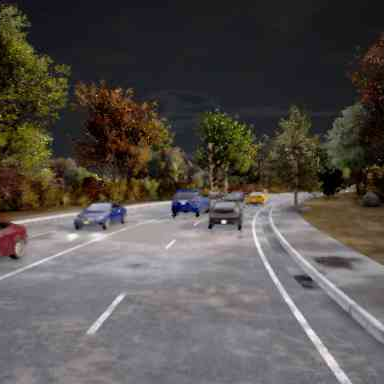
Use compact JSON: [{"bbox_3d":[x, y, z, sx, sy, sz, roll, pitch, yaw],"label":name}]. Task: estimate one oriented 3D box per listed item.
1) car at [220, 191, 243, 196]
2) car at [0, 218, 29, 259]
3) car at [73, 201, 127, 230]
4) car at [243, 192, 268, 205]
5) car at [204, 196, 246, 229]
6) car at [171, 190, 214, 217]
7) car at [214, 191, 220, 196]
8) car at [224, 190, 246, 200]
[{"bbox_3d":[5.579,0.807,43.766,1.994,1.385,4.181,-1,1,22],"label":"car"},{"bbox_3d":[-6.554,1.478,9.614,1.812,1.442,4.674,0,1,3],"label":"car"},{"bbox_3d":[-5.247,1.308,19.755,1.812,1.442,4.674,0,1,8],"label":"car"},{"bbox_3d":[8.009,0.727,40.514,1.882,1.535,5.008,-1,1,21],"label":"car"},{"bbox_3d":[2.061,1.243,19.610,1.837,1.490,4.892,0,1,10],"label":"car"},{"bbox_3d":[-0.028,0.842,26.624,2.150,2.045,5.566,-1,1,13],"label":"car"},{"bbox_3d":[3.668,0.649,56.696,1.812,1.442,4.674,-1,1,28],"label":"car"},{"bbox_3d":[7.292,0.535,56.049,2.128,1.511,4.902,-1,1,28],"label":"car"}]
